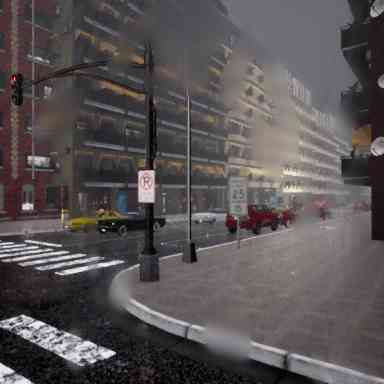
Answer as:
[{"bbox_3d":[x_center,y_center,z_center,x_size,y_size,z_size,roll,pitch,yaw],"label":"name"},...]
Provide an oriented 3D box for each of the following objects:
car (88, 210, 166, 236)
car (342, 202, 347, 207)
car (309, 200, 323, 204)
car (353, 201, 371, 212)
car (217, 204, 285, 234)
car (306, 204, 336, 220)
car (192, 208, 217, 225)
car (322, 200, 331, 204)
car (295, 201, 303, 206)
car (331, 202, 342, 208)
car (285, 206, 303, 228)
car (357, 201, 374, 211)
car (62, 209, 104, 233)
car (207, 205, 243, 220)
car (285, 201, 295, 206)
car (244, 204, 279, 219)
[{"bbox_3d":[-3.787,1.911,20.817,1.895,1.301,4.718,0,-1,35],"label":"car"},{"bbox_3d":[39.432,3.282,87.040,1.947,1.339,4.313,-1,-2,35],"label":"car"},{"bbox_3d":[23.182,2.771,63.847,1.887,1.381,4.507,-1,-2,35],"label":"car"},{"bbox_3d":[30.050,2.522,59.112,2.192,1.841,5.009,-1,-2,35],"label":"car"},{"bbox_3d":[4.053,1.711,22.006,2.192,1.841,5.009,-1,-2,35],"label":"car"},{"bbox_3d":[13.804,2.284,35.914,1.802,1.307,4.206,-1,-2,35],"label":"car"},{"bbox_3d":[1.962,2.093,29.022,1.895,1.301,4.718,0,-1,35],"label":"car"},{"bbox_3d":[26.429,2.640,68.490,2.192,1.841,5.009,-1,-2,35],"label":"car"},{"bbox_3d":[16.680,2.340,54.576,2.192,1.841,5.009,-1,-2,35],"label":"car"},{"bbox_3d":[32.931,3.067,77.762,1.887,1.381,4.507,-1,-2,35],"label":"car"},{"bbox_3d":[7.304,2.043,26.638,1.887,1.381,4.507,-1,-2,35],"label":"car"},{"bbox_3d":[33.300,2.622,63.751,2.192,1.841,5.009,-1,-2,35],"label":"car"},{"bbox_3d":[-6.165,1.834,21.962,1.752,1.417,4.829,-1,-2,35],"label":"car"},{"bbox_3d":[3.682,2.164,36.016,1.887,1.381,4.507,-1,-2,35],"label":"car"},{"bbox_3d":[13.333,2.446,49.792,1.752,1.417,4.829,-1,-2,35],"label":"car"},{"bbox_3d":[7.939,2.171,37.532,2.128,1.511,4.902,0,-1,35],"label":"car"}]
